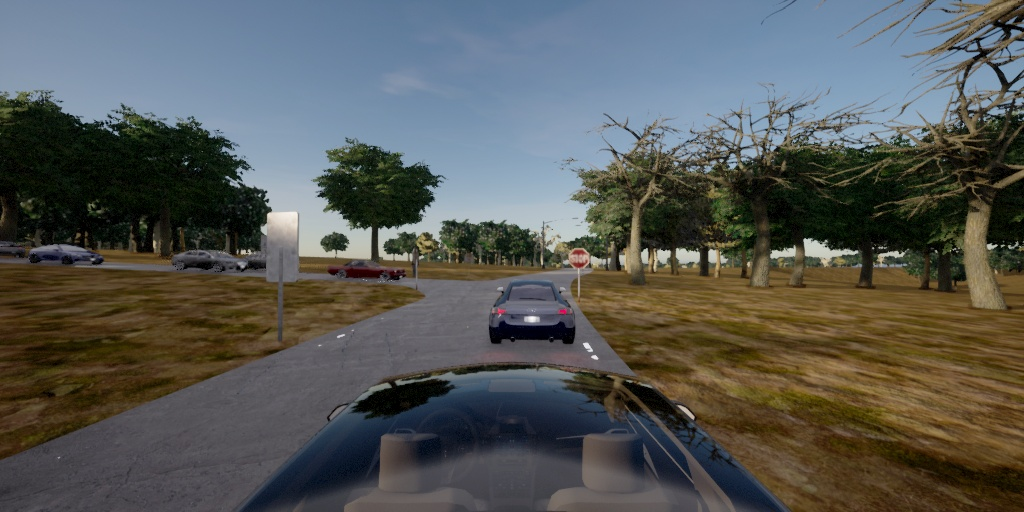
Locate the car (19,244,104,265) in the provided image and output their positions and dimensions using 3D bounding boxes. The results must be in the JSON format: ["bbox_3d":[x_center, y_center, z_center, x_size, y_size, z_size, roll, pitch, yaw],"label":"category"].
[{"bbox_3d":[-33.010,-0.108,26.552,4.674,1.442,1.812,2,-1,7],"label":"car"}]

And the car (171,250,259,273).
[{"bbox_3d":[-21.092,0.374,25.140,4.902,1.511,2.128,2,-1,7],"label":"car"}]

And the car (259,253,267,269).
[{"bbox_3d":[-19.536,0.500,28.130,4.902,1.511,2.128,2,-1,7],"label":"car"}]

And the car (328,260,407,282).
[{"bbox_3d":[-9.514,0.982,23.851,4.718,1.301,1.895,2,-1,5],"label":"car"}]

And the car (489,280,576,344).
[{"bbox_3d":[0.522,1.319,9.624,1.994,1.385,4.181,0,0,3],"label":"car"}]

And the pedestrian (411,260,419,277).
[{"bbox_3d":[-8.152,0.849,30.015,0.375,1.860,0.375,0,-4,7],"label":"pedestrian"}]

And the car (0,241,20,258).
[{"bbox_3d":[-45.286,-0.614,31.159,4.902,1.511,2.128,3,-1,7],"label":"car"}]
